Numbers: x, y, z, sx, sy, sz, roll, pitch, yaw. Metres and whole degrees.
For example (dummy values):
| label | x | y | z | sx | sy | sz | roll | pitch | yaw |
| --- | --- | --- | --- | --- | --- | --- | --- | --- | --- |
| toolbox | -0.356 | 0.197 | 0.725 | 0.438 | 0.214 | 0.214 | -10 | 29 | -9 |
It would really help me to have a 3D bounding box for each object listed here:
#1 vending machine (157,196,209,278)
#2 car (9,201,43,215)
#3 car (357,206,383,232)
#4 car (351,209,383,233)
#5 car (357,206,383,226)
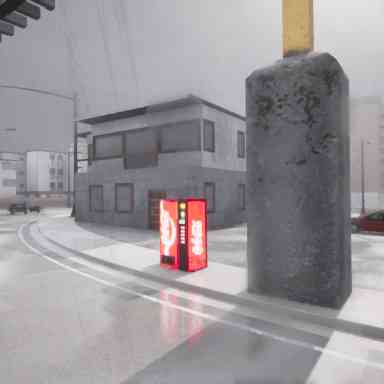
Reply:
| label | x | y | z | sx | sy | sz | roll | pitch | yaw |
| --- | --- | --- | --- | --- | --- | --- | --- | --- | --- |
| vending machine | -0.251 | 1.185 | 9.303 | 0.880 | 2.100 | 1.100 | -1 | 0 | 44 |
| car | -18.601 | 1.735 | 37.502 | 2.128 | 1.511 | 4.902 | -1 | -1 | 1 |
| car | 13.583 | 1.883 | 22.670 | 3.988 | 1.617 | 1.851 | 1 | 0 | 34 |
| car | 11.797 | 1.873 | 20.256 | 5.357 | 1.415 | 2.033 | 0 | 0 | 34 |
| car | 16.953 | 2.035 | 28.237 | 5.027 | 1.636 | 2.152 | -1 | 0 | 34 |
